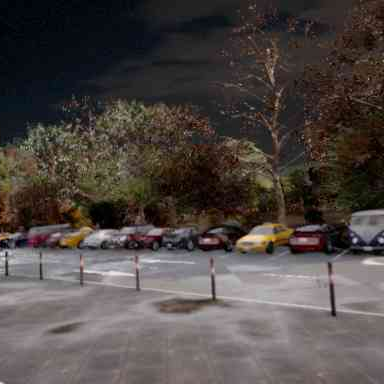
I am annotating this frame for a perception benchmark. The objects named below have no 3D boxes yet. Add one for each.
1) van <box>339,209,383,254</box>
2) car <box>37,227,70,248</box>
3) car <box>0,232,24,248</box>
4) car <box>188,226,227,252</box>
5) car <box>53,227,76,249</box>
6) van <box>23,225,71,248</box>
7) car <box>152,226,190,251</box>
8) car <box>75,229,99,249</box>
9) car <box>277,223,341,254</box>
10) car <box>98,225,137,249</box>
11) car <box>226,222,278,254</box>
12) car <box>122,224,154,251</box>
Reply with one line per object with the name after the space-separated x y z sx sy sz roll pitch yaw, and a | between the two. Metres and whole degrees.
8.883 1.882 16.275 1.878 1.987 4.442 -6 -4 35 | van
-11.309 4.309 30.780 2.002 1.452 4.674 -6 -4 35 | car
-18.082 5.023 35.568 2.163 1.488 4.792 -6 -4 35 | car
2.228 2.855 21.189 2.163 1.488 4.792 -6 -4 35 | car
-9.058 4.027 29.177 2.097 1.535 5.008 -6 -4 35 | car
-13.510 4.286 32.494 1.878 1.987 4.442 -6 -4 35 | van
-0.047 3.066 22.764 2.231 1.521 4.892 -6 -4 35 | car
-6.801 3.827 27.574 2.002 1.452 4.674 -6 -4 35 | car
6.735 2.376 17.983 2.163 1.488 4.792 -6 -4 35 | car
-4.540 3.421 26.007 2.185 1.767 4.553 -6 -4 35 | car
4.353 2.583 19.413 1.946 1.575 5.366 -6 -4 35 | car
-2.293 3.305 24.377 2.097 1.535 5.008 -6 -4 35 | car
